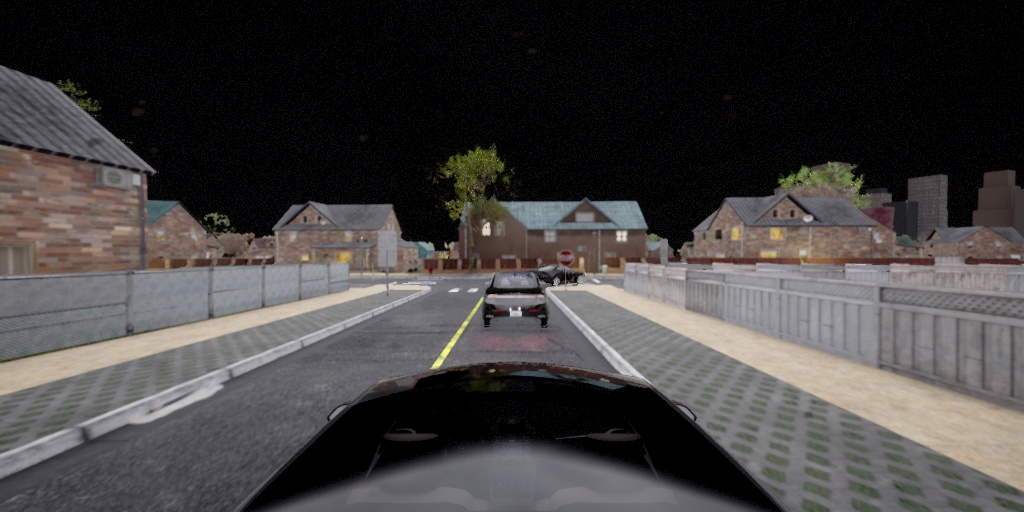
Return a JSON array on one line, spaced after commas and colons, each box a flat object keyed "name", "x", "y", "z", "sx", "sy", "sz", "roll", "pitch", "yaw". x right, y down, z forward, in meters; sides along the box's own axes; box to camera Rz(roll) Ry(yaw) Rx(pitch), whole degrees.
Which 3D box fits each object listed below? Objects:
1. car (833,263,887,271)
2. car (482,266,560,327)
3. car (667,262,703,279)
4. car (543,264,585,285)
[{"name": "car", "x": 26.778, "y": 1.286, "z": 28.030, "sx": 4.181, "sy": 1.385, "sz": 1.994, "roll": 0, "pitch": 1, "yaw": 0}, {"name": "car", "x": 0.098, "y": 1.249, "z": 11.533, "sx": 2.128, "sy": 1.511, "sz": 4.902, "roll": 0, "pitch": 0, "yaw": 0}, {"name": "car", "x": 12.442, "y": 1.207, "z": 28.375, "sx": 5.008, "sy": 1.535, "sz": 1.882, "roll": 0, "pitch": 1, "yaw": 2}, {"name": "car", "x": 3.092, "y": 1.281, "z": 24.495, "sx": 1.882, "sy": 1.535, "sz": 5.008, "roll": -2, "pitch": -1, "yaw": 42}]
